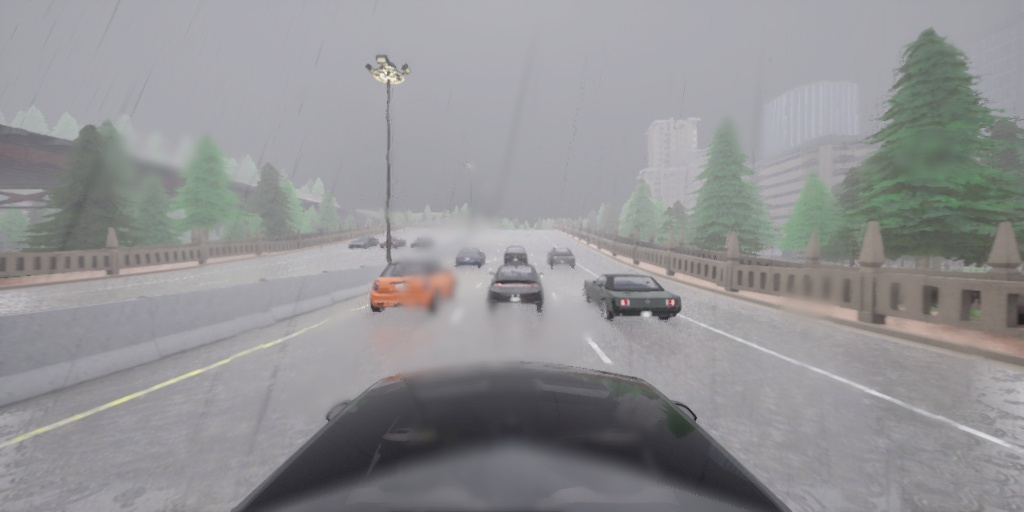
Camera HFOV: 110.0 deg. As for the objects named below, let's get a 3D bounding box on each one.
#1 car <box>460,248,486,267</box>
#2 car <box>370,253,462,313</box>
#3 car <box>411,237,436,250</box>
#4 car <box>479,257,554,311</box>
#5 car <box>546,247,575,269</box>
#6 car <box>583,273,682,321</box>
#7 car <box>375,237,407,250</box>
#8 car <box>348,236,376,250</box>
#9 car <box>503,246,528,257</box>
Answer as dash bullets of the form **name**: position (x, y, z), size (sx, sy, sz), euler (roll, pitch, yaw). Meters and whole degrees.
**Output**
- **car**: position (-3.225, 0.049, 28.729), size (1.994, 1.385, 4.181), euler (0, 6, 1)
- **car**: position (-3.348, 0.881, 13.050), size (2.097, 1.767, 4.553), euler (0, 2, 1)
- **car**: position (-10.298, -1.485, 41.825), size (1.895, 1.301, 4.718), euler (0, 7, 1)
- **car**: position (0.158, 1.027, 13.311), size (2.128, 1.511, 4.902), euler (0, 2, 1)
- **car**: position (3.769, 0.062, 28.145), size (2.128, 1.511, 4.902), euler (0, 5, 1)
- **car**: position (3.643, 1.204, 11.843), size (1.895, 1.301, 4.718), euler (0, 2, 1)
- **car**: position (-13.797, -1.501, 41.842), size (1.895, 1.301, 4.718), euler (0, 7, 1)
- **car**: position (-17.292, -1.612, 42.177), size (2.033, 1.411, 5.357), euler (0, 7, 1)
- **car**: position (0.286, -0.130, 29.797), size (1.882, 1.535, 5.008), euler (0, 6, 1)
